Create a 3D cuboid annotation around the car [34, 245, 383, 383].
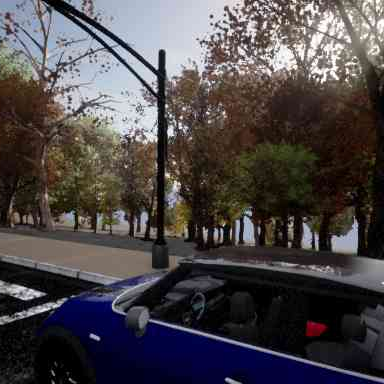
[{"bbox_3d":[0.452,1.352,3.337,4.553,1.767,2.097,0,0,34],"label":"car"}]
